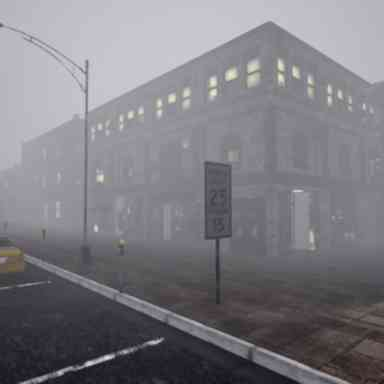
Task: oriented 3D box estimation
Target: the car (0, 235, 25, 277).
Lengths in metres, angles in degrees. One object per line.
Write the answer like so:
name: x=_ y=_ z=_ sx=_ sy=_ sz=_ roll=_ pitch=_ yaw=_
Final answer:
car: x=-6.858 y=1.913 z=10.853 sx=1.752 sy=1.417 sz=4.829 roll=3 pitch=-3 yaw=-41
